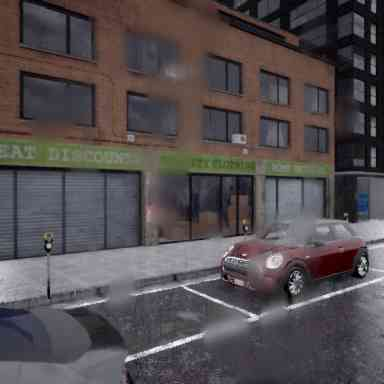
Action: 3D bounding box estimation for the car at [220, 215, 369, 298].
[{"bbox_3d":[2.644,1.439,8.421,4.097,1.590,1.967,0,0,-36],"label":"car"}]

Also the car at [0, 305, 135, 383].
[{"bbox_3d":[-2.621,1.491,1.507,4.902,1.511,2.128,0,0,-36],"label":"car"}]
